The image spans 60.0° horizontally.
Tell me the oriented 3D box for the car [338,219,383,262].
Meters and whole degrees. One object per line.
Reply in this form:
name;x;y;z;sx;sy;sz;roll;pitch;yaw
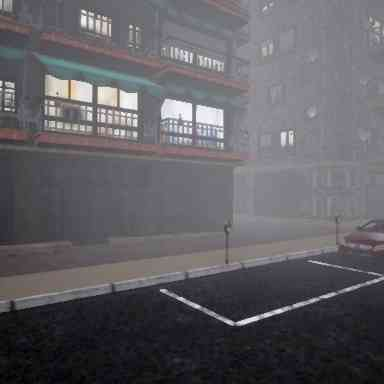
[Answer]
car;6.735;1.583;11.352;4.206;1.307;1.802;0;1;-35
